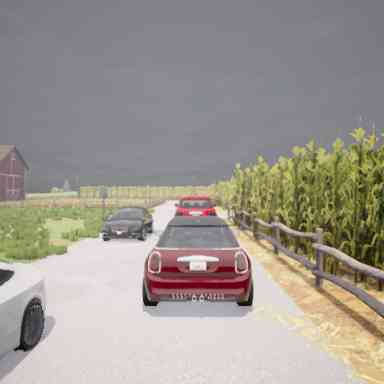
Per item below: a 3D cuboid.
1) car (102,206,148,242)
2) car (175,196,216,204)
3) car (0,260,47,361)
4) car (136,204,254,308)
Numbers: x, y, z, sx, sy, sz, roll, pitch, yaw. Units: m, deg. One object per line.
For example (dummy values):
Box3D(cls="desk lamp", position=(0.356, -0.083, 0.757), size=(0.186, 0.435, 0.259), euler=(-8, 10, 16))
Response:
Box3D(cls="car", position=(-3.045, 1.504, 16.530), size=(1.837, 1.490, 4.892), euler=(0, 0, 1))
Box3D(cls="car", position=(0.199, 1.222, 18.446), size=(2.150, 2.045, 5.566), euler=(0, 0, 0))
Box3D(cls="car", position=(-3.176, 1.525, 3.487), size=(1.812, 1.442, 4.674), euler=(0, 0, 0))
Box3D(cls="car", position=(0.126, 1.351, 8.111), size=(2.097, 1.767, 4.553), euler=(0, 0, 0))
